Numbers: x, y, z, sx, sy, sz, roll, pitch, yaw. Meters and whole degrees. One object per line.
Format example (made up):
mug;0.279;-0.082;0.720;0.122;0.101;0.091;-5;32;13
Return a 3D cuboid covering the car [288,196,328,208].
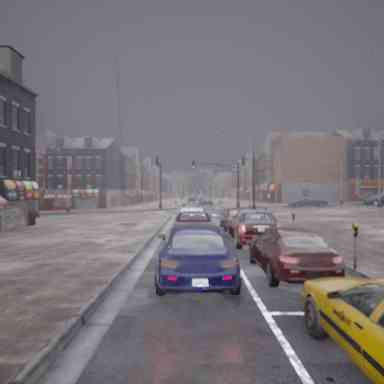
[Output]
car;14.111;1.170;40.486;4.674;1.442;1.812;-1;0;1

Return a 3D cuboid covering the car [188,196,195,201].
car;-0.076;1.734;92.785;1.812;1.442;4.674;0;0;0

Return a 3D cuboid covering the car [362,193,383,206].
car;23.340;0.910;40.514;4.892;1.490;1.837;-1;0;0

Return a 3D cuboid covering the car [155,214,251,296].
car;0.085;1.533;8.534;1.812;1.442;4.674;0;0;-2

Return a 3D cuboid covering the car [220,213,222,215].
car;2.618;1.608;19.968;1.802;1.307;4.206;0;0;0

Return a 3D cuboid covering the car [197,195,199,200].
car;2.577;1.508;62.714;2.192;1.841;5.009;-1;0;0

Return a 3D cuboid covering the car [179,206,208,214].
car;0.075;1.621;16.936;1.895;1.301;4.718;0;0;0

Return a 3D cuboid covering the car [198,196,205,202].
car;2.556;1.883;89.894;1.752;1.417;4.829;-1;0;0

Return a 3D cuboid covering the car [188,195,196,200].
car;-0.067;1.800;82.365;1.837;1.490;4.892;0;0;0

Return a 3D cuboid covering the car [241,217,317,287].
car;2.628;1.590;9.035;1.802;1.307;4.206;0;0;0

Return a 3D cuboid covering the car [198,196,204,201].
car;2.551;1.920;95.296;1.752;1.417;4.829;-1;0;0

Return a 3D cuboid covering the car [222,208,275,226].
car;2.623;1.456;14.502;1.967;1.590;4.097;0;0;0

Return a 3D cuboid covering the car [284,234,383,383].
car;2.633;1.528;3.738;1.752;1.417;4.829;0;0;0

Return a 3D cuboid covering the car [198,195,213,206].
car;2.583;1.605;57.311;1.967;1.590;4.097;-1;0;0

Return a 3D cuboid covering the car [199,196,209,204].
car;2.569;1.694;73.518;1.967;1.590;4.097;-1;0;0

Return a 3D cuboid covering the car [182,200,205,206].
car;-0.107;1.657;31.308;1.895;1.301;4.718;0;0;-2
